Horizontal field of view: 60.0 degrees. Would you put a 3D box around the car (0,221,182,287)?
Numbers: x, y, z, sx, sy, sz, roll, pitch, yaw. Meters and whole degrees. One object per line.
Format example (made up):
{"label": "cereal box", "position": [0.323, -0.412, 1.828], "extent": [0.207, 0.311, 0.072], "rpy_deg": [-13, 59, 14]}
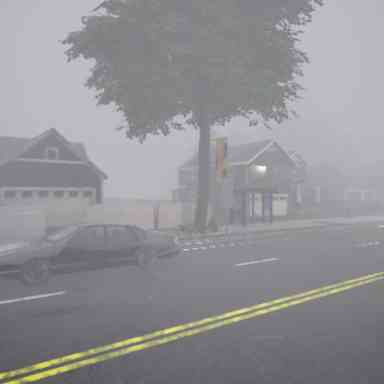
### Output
{"label": "car", "position": [-2.880, 1.579, 9.613], "extent": [5.357, 1.411, 2.033], "rpy_deg": [1, 0, -35]}
